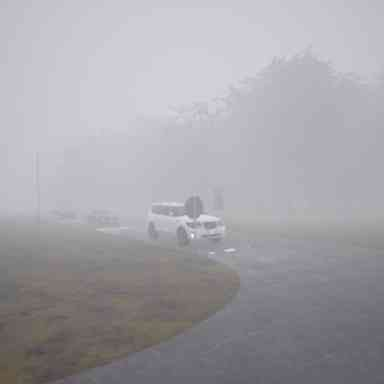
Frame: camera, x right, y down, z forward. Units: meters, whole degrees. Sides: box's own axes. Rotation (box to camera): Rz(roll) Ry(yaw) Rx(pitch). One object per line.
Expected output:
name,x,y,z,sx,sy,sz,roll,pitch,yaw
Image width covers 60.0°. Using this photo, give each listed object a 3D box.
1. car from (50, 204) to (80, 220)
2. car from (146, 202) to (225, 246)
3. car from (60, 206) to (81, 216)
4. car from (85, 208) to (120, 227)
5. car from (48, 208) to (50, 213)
car,-15.704,2.540,41.058,1.882,1.535,5.008,-1,-1,-33
car,-0.559,1.591,17.899,2.150,2.045,5.566,-1,-1,-33
car,-18.558,2.857,50.668,1.994,1.385,4.181,-1,-1,-33
car,-7.897,2.201,29.100,1.837,1.490,4.892,-1,-1,-33
car,-24.042,2.920,59.023,2.097,1.767,4.553,-1,-1,-35
